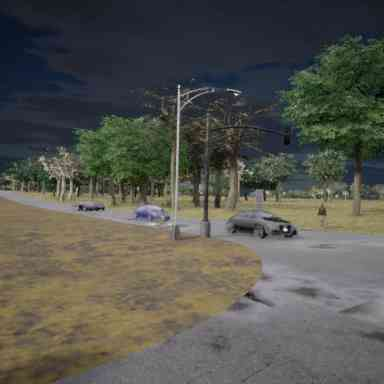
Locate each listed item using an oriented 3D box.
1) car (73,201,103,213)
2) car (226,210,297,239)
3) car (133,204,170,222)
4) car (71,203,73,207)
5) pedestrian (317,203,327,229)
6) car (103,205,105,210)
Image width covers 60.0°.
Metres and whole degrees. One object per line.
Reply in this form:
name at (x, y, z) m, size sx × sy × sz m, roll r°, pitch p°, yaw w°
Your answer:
car at (-14.250, 1.973, 45.474) m, size 1.882 × 1.535 × 5.008 m, roll 3°, pitch -2°, yaw -33°
car at (3.601, 1.685, 17.826) m, size 1.994 × 1.385 × 4.181 m, roll 2°, pitch -2°, yaw -27°
car at (-3.698, 1.852, 29.603) m, size 1.812 × 1.442 × 4.674 m, roll 3°, pitch -2°, yaw -34°
car at (-21.383, 2.308, 62.776) m, size 1.994 × 1.385 × 4.181 m, roll 3°, pitch -2°, yaw -34°
pedestrian at (9.301, 1.717, 23.824) m, size 0.375 × 1.860 × 0.375 m, roll 1°, pitch -1°, yaw -34°
car at (-15.824, 2.254, 54.466) m, size 1.994 × 1.385 × 4.181 m, roll 3°, pitch -2°, yaw -35°
